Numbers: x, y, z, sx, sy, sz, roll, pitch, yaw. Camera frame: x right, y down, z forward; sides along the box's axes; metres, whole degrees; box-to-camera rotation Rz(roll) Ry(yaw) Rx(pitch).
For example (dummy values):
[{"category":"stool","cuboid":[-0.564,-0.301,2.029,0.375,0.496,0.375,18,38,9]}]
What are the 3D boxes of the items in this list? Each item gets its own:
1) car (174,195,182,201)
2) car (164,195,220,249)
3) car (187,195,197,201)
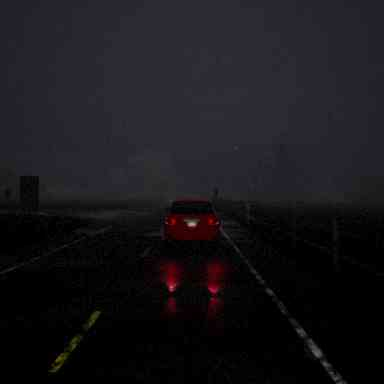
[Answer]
[{"category":"car","cuboid":[-3.500,1.421,83.924,1.994,1.385,4.181,0,0,0]},{"category":"car","cuboid":[0.000,1.253,14.681,2.150,2.045,5.566,0,0,0]},{"category":"car","cuboid":[0.000,1.380,79.746,2.128,1.511,4.902,0,0,0]}]
